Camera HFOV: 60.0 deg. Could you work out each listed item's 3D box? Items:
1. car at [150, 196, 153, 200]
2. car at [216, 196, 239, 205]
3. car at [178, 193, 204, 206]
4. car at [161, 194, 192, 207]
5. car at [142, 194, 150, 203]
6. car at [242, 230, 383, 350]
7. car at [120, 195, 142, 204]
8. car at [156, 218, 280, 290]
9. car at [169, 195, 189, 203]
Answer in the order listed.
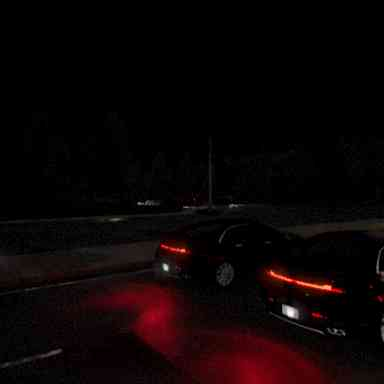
[{"bbox_3d":[-11.050,1.268,80.356,1.812,1.442,4.674,0,0,-35],"label":"car"},{"bbox_3d":[5.879,1.397,56.062,1.812,1.442,4.674,0,0,-35],"label":"car"},{"bbox_3d":[-0.342,1.116,52.718,2.150,2.045,5.566,0,0,-35],"label":"car"},{"bbox_3d":[-2.728,1.455,50.019,2.033,1.411,5.357,0,0,-35],"label":"car"},{"bbox_3d":[-11.100,1.495,68.230,1.895,1.301,4.718,0,0,-35],"label":"car"},{"bbox_3d":[3.411,1.483,6.229,4.892,1.490,1.837,0,0,-35],"label":"car"},{"bbox_3d":[-11.859,1.508,63.143,1.895,1.301,4.718,0,0,-34],"label":"car"},{"bbox_3d":[1.379,1.483,9.078,4.892,1.490,1.837,0,0,-35],"label":"car"},{"bbox_3d":[-2.709,1.431,68.439,1.994,1.385,4.181,0,0,-35],"label":"car"}]
